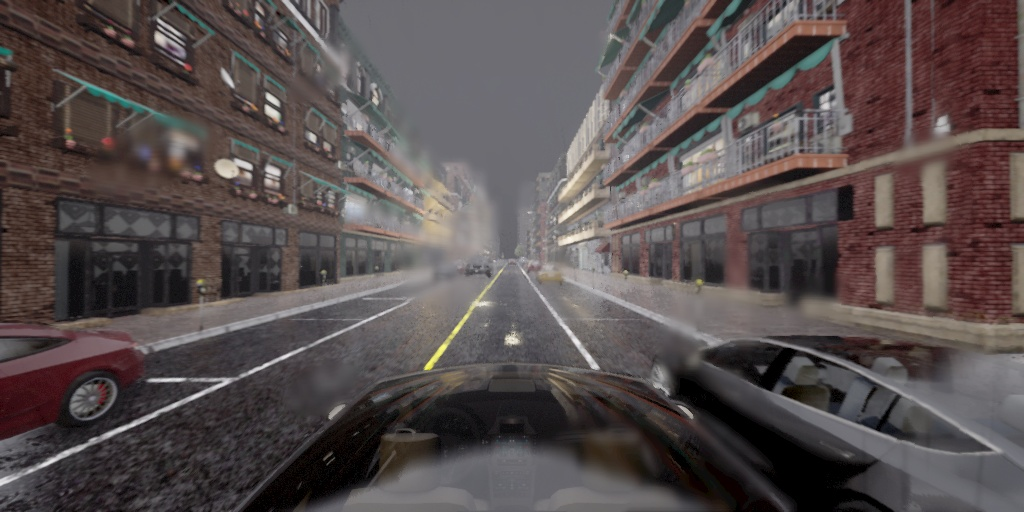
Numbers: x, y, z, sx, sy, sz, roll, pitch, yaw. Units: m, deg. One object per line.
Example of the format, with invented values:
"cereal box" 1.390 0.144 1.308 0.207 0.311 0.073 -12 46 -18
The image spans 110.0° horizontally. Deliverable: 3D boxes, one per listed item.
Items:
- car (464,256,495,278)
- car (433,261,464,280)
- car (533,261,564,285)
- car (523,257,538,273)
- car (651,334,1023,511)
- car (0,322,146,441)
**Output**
"car" -3.016 0.995 34.489 2.150 2.045 5.566 0 -1 0
"car" -5.686 1.331 31.401 1.948 1.339 4.313 0 0 0
"car" 2.694 1.288 25.904 1.751 1.417 4.829 0 0 0
"car" 2.696 1.221 42.726 1.967 1.591 4.097 0 0 0
"car" 2.737 1.317 3.078 1.948 1.339 4.313 0 0 0
"car" -5.737 1.330 3.080 1.802 1.307 4.207 0 0 0
